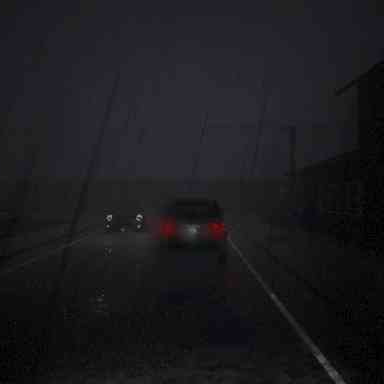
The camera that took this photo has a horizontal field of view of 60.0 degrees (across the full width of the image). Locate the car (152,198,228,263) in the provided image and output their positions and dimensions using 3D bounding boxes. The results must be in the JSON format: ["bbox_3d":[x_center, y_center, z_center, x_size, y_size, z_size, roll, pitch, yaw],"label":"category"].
[{"bbox_3d":[0.033,1.229,12.152,2.150,2.045,5.566,0,0,0],"label":"car"}]

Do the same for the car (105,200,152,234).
[{"bbox_3d":[-3.548,1.364,19.426,2.097,1.767,4.553,0,0,0],"label":"car"}]

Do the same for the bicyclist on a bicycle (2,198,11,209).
[{"bbox_3d":[-21.537,1.495,38.617,0.582,1.620,1.656,0,1,1],"label":"bicyclist on a bicycle"}]

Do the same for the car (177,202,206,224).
[{"bbox_3d":[-0.149,1.569,26.337,2.033,1.411,5.357,0,0,-3],"label":"car"}]
